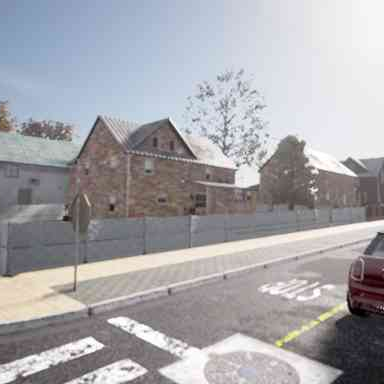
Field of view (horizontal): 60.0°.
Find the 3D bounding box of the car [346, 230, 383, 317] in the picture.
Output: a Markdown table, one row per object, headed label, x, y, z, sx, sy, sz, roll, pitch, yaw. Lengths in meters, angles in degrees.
| label | x | y | z | sx | sy | sz | roll | pitch | yaw |
| --- | --- | --- | --- | --- | --- | --- | --- | --- | --- |
| car | 4.949 | 1.439 | 6.755 | 4.553 | 1.767 | 2.097 | 1 | -2 | -44 |
